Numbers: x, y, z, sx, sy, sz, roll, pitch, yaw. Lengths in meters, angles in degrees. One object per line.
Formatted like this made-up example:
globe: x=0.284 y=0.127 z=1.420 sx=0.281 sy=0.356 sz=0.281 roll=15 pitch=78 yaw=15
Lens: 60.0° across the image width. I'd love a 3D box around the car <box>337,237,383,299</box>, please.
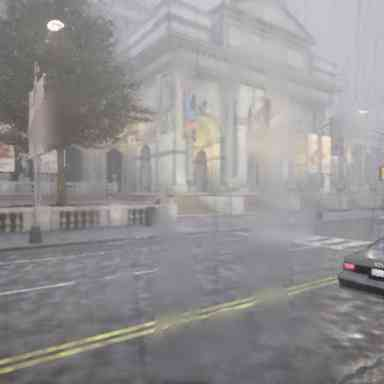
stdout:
car: x=5.550 y=1.563 z=7.644 sx=5.357 sy=1.411 sz=2.033 roll=0 pitch=0 yaw=-35
